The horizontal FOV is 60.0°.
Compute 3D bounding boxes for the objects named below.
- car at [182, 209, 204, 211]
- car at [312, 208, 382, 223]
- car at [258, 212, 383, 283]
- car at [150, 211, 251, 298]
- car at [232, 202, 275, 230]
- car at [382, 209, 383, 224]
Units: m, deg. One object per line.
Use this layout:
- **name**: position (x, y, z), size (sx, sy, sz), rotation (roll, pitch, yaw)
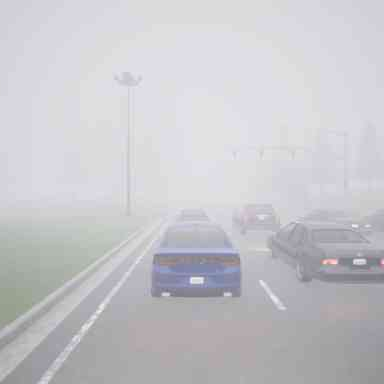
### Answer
- **car**: position (0.068, 1.564, 17.382), size (1.994, 1.385, 4.181), rotation (0, 0, 0)
- **car**: position (7.101, 1.547, 17.221), size (2.033, 1.411, 5.357), rotation (0, 0, -3)
- **car**: position (3.581, 1.547, 9.656), size (2.033, 1.411, 5.357), rotation (0, 0, 0)
- **car**: position (0.086, 1.478, 8.596), size (1.882, 1.535, 5.008), rotation (0, 0, 0)
- **car**: position (3.567, 1.352, 19.122), size (2.097, 1.767, 4.553), rotation (0, 0, 0)
- **car**: position (10.537, 1.547, 17.081), size (2.033, 1.411, 5.357), rotation (0, 0, 2)
